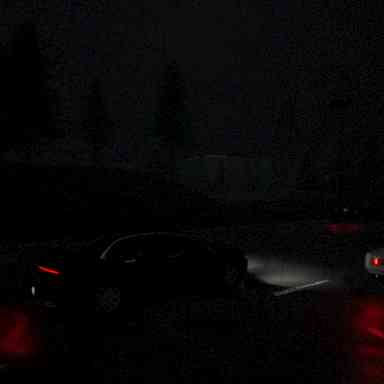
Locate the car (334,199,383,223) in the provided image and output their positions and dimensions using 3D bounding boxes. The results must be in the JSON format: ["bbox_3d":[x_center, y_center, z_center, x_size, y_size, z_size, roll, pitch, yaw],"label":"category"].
[{"bbox_3d":[13.241,1.396,26.208,4.553,1.767,2.097,0,0,-36],"label":"car"}]

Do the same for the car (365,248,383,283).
[{"bbox_3d":[6.425,1.618,8.352,4.718,1.301,1.895,0,0,-36],"label":"car"}]

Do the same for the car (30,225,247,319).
[{"bbox_3d":[-0.892,1.512,7.413,4.892,1.490,1.837,0,0,-36],"label":"car"}]
